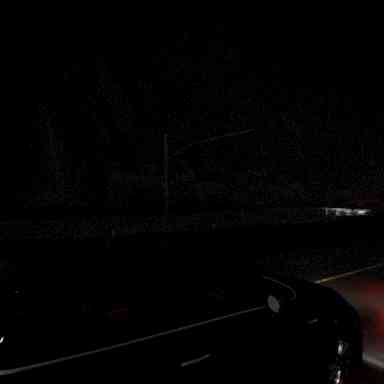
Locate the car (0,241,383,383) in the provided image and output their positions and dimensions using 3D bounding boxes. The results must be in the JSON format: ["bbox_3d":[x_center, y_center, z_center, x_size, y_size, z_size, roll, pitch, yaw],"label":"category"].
[{"bbox_3d":[-0.107,1.351,3.668,4.553,1.767,2.097,0,0,-36],"label":"car"}]

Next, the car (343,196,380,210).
[{"bbox_3d":[21.235,1.314,41.064,5.008,1.535,1.882,0,0,-36],"label":"car"}]

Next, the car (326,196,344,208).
[{"bbox_3d":[19.923,1.335,44.438,4.892,1.490,1.837,-1,0,-36],"label":"car"}]
